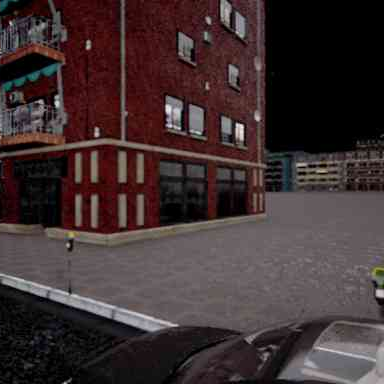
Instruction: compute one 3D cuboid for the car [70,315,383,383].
[{"bbox_3d":[0.947,1.551,2.046,4.403,1.369,2.008,0,0,35],"label":"car"}]
